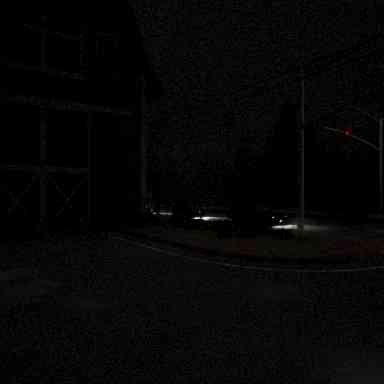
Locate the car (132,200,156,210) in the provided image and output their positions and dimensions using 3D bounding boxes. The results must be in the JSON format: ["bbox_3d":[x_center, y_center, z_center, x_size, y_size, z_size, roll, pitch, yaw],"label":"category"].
[{"bbox_3d":[-7.351,1.890,50.681,1.994,1.385,4.181,0,0,-34],"label":"car"}]

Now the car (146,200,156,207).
[{"bbox_3d":[-6.119,1.879,42.344,1.895,1.301,4.718,0,0,-34],"label":"car"}]

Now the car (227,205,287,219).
[{"bbox_3d":[4.918,1.723,26.225,2.033,1.411,5.357,0,0,-34],"label":"car"}]

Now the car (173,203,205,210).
[{"bbox_3d":[-0.365,1.789,33.942,1.994,1.385,4.181,0,0,-34],"label":"car"}]
